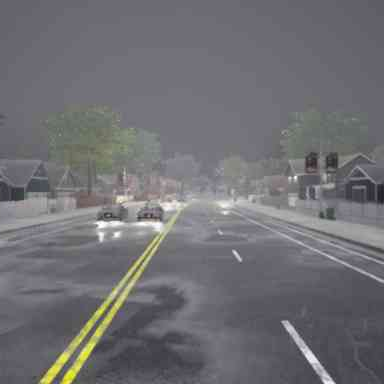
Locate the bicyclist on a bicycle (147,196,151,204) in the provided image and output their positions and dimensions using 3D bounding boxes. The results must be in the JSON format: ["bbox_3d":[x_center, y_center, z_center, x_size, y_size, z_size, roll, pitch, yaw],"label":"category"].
[{"bbox_3d":[-7.789,1.568,60.722,0.866,1.612,1.509,0,1,6],"label":"bicyclist on a bicycle"}]

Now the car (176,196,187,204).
[{"bbox_3d":[-2.063,1.609,68.806,1.837,1.490,4.892,0,0,4],"label":"car"}]

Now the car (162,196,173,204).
[{"bbox_3d":[-5.274,1.632,69.468,1.812,1.442,4.674,0,0,4],"label":"car"}]

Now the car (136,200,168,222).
[{"bbox_3d":[-3.334,1.660,27.553,1.994,1.385,4.181,0,0,0],"label":"car"}]

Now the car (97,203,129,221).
[{"bbox_3d":[-6.584,1.661,28.143,1.994,1.385,4.181,0,0,0],"label":"car"}]
